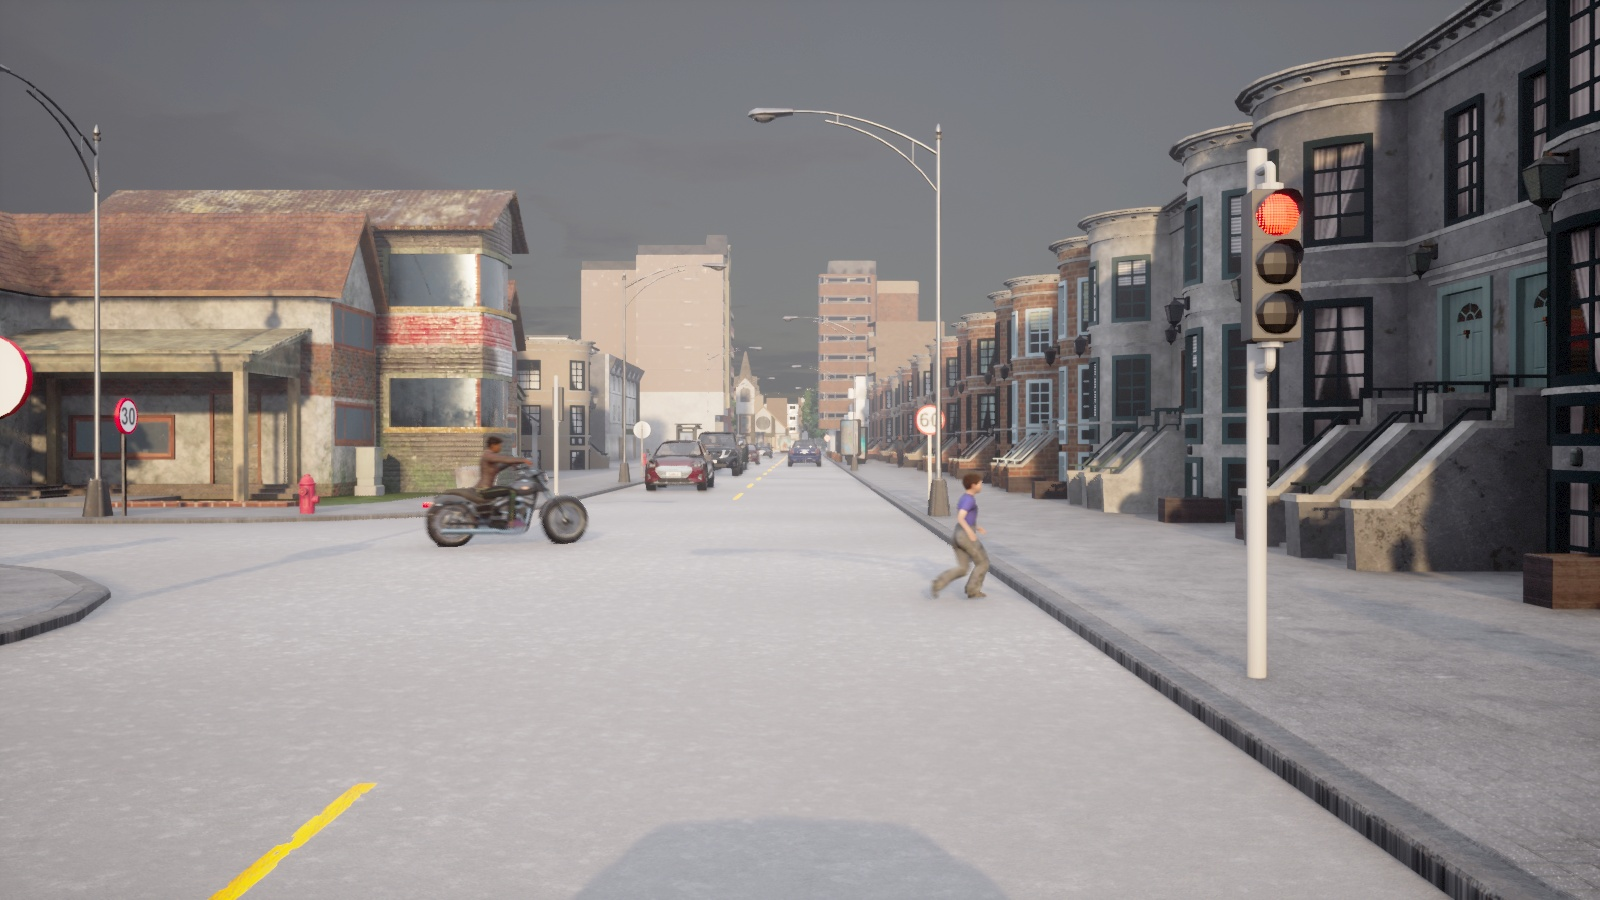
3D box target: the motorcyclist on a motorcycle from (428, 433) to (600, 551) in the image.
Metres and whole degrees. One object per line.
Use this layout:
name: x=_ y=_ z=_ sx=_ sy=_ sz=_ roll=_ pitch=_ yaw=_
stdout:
motorcyclist on a motorcycle: x=-4.150 y=0.590 z=18.259 sx=2.350 sy=1.649 sz=0.766 roll=0 pitch=-1 yaw=-21

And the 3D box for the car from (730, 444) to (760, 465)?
car: x=-3.692 y=0.287 z=85.474 sx=1.812 sy=1.442 sz=4.674 roll=0 pitch=0 yaw=0

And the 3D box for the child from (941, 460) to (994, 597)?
child: x=1.568 y=0.728 z=11.761 sx=0.437 sy=1.263 sz=0.270 roll=0 pitch=0 yaw=-8

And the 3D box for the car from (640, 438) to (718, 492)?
car: x=-3.853 y=0.443 z=40.826 sx=2.033 sy=1.649 sz=4.856 roll=0 pitch=0 yaw=0

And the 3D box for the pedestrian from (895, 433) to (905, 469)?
pedestrian: x=5.476 y=0.073 z=68.631 sx=0.423 sy=1.949 sz=0.788 roll=0 pitch=0 yaw=-7

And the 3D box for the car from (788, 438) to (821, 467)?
car: x=0.290 y=0.150 z=80.588 sx=2.097 sy=1.767 sz=4.553 roll=0 pitch=0 yaw=0

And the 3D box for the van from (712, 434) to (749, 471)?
van: x=-3.755 y=0.108 z=68.442 sx=1.775 sy=1.987 sz=4.442 roll=0 pitch=1 yaw=0

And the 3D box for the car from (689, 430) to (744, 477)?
car: x=-3.793 y=0.135 z=57.977 sx=2.150 sy=2.045 sz=5.566 roll=0 pitch=0 yaw=0
